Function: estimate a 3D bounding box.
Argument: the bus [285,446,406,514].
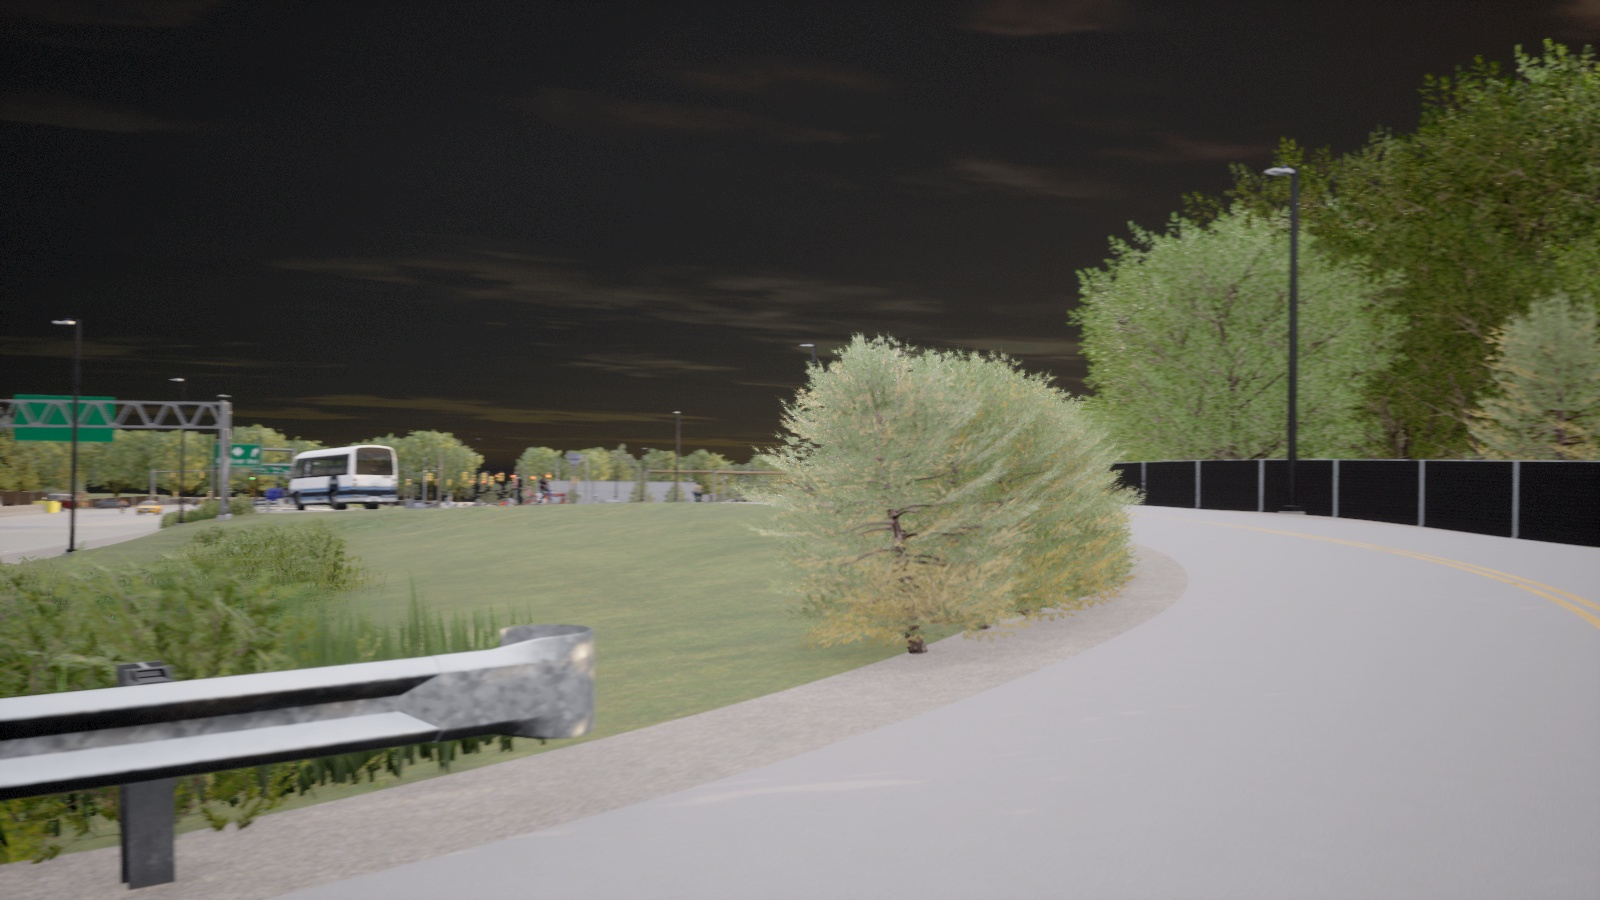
[{"bbox_3d":[-31.420,2.208,86.469,3.944,4.253,10.273,2,-4,-44],"label":"bus"}]
